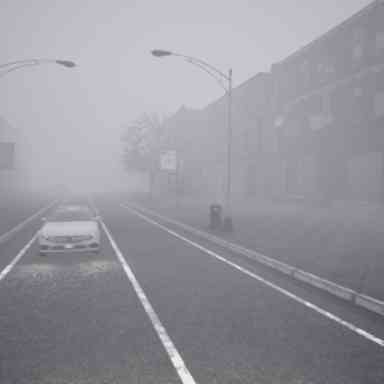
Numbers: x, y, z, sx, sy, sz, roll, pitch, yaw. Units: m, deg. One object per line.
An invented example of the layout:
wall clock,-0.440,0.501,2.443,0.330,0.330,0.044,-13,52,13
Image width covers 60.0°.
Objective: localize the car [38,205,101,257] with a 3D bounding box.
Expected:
car,-4.340,1.250,12.022,1.812,1.442,4.674,1,2,-18
